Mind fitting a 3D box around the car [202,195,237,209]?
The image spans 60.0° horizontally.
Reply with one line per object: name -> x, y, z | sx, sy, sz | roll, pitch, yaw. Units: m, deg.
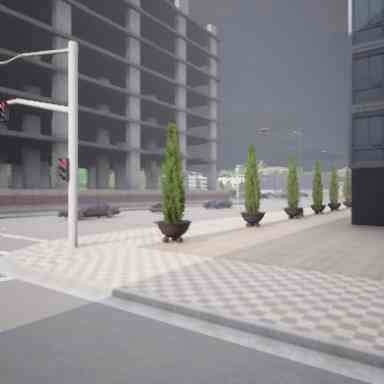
car -> 3.547, 1.561, 44.779 | 2.033, 1.411, 5.357 | 0, 0, 36

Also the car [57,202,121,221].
car -> -8.534, 1.561, 28.111 | 2.033, 1.411, 5.357 | 0, 0, 36

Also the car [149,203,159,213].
car -> -2.680, 1.577, 36.182 | 1.994, 1.385, 4.181 | 0, 0, 37
